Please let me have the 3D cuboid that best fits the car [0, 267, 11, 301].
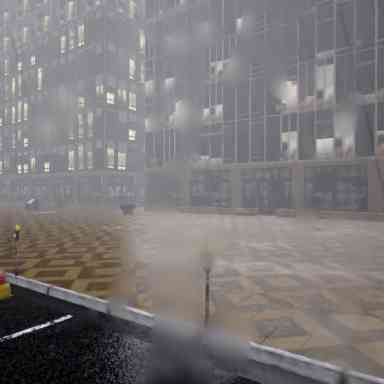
[{"bbox_3d":[-5.585,1.526,6.825,4.829,1.417,1.752,0,0,35],"label":"car"}]
